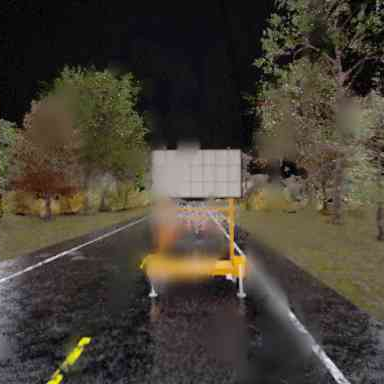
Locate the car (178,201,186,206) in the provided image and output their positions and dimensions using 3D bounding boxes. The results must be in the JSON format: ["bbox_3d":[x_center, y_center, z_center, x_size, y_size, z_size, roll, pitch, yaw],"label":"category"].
[{"bbox_3d":[-2.398,2.798,83.594,1.895,1.301,4.718,0,-1,1],"label":"car"}]

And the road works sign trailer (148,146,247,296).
[{"bbox_3d":[0.133,0.576,8.941,2.380,3.560,2.880,0,-1,1],"label":"road works sign trailer"}]
